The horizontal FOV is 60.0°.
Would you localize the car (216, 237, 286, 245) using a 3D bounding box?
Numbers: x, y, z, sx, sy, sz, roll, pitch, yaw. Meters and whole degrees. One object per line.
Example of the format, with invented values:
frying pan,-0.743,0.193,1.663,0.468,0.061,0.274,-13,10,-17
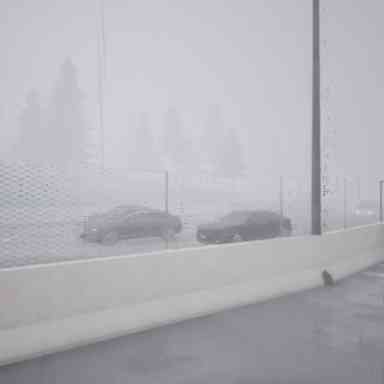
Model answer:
car,2.401,1.513,14.745,5.008,1.535,1.882,0,0,-39
